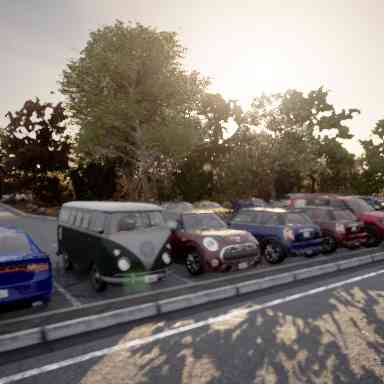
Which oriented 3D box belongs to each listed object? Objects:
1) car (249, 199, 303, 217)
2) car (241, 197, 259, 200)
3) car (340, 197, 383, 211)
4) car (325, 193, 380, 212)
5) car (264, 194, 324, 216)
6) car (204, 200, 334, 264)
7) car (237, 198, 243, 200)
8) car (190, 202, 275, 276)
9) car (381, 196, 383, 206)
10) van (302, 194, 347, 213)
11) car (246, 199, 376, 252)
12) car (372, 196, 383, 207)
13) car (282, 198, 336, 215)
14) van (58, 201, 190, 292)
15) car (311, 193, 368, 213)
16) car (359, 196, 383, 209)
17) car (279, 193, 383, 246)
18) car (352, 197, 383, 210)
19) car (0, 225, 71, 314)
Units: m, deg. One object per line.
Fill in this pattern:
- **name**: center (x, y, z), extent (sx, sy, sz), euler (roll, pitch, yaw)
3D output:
- **car**: center (8.058, 1.496, 32.298), extent (2.163, 1.488, 4.792), euler (0, 0, -36)
- **car**: center (5.763, 1.342, 30.732), extent (2.185, 1.767, 4.553), euler (0, 0, -36)
- **car**: center (21.577, 1.477, 42.025), extent (2.163, 1.488, 4.792), euler (0, 0, -36)
- **car**: center (19.351, 1.204, 40.365), extent (2.435, 2.045, 5.566), euler (0, 0, -36)
- **car**: center (10.283, 1.214, 33.958), extent (2.435, 2.045, 5.566), euler (0, 0, -36)
- **car**: center (2.365, 1.345, 12.155), extent (2.185, 1.767, 4.553), euler (0, 0, -36)
- **car**: center (1.372, 1.467, 27.331), extent (1.946, 1.575, 5.366), euler (0, 0, -36)
- **car**: center (0.048, 1.346, 10.577), extent (2.185, 1.767, 4.553), euler (0, 0, -36)
- **car**: center (30.638, 1.383, 48.454), extent (2.231, 1.521, 4.892), euler (-1, 0, -36)
- **van**: center (14.748, 1.237, 37.256), extent (1.878, 1.987, 4.442), euler (0, 0, -36)
- **car**: center (4.647, 1.344, 13.785), extent (2.185, 1.767, 4.553), euler (0, 0, -36)
- **car**: center (28.377, 1.402, 46.840), extent (2.097, 1.535, 5.008), euler (0, 0, -36)
- **car**: center (12.450, 1.461, 35.700), extent (1.946, 1.575, 5.366), euler (0, 0, -36)
- **van**: center (-2.147, 1.247, 8.827), extent (1.878, 1.987, 4.442), euler (0, 0, -36)
- **car**: center (17.059, 1.210, 38.798), extent (2.435, 2.045, 5.566), euler (0, 0, -36)
- **car**: center (26.006, 1.417, 45.380), extent (1.946, 1.575, 5.366), euler (0, 0, -36)
- **car**: center (6.926, 1.217, 15.417), extent (2.435, 2.045, 5.566), euler (0, 0, -36)
- **car**: center (23.875, 1.468, 43.595), extent (2.163, 1.488, 4.792), euler (0, 0, -36)
- **car**: center (-4.493, 1.474, 7.289), extent (2.097, 1.535, 5.008), euler (0, 0, -36)
